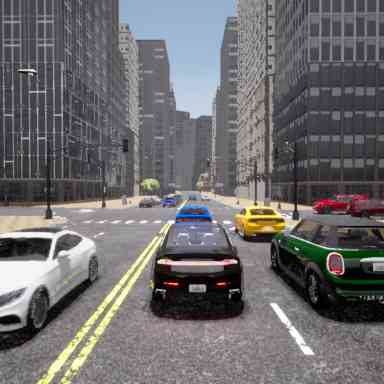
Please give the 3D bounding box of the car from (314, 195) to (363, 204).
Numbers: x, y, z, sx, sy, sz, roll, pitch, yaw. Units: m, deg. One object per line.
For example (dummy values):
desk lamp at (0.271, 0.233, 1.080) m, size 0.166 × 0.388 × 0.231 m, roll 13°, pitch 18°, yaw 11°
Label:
car at (15.737, 1.327, 35.175) m, size 5.566 × 2.045 × 2.150 m, roll 1°, pitch 1°, yaw 1°

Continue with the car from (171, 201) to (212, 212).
car at (0.119, 1.468, 17.809) m, size 1.882 × 1.535 × 5.008 m, roll 0°, pitch 0°, yaw 1°

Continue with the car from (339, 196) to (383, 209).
car at (16.226, 1.519, 29.392) m, size 5.009 × 1.841 × 2.192 m, roll 1°, pitch 0°, yaw 1°

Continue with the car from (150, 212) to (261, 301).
car at (0.105, 1.488, 8.304) m, size 2.128 × 1.511 × 4.902 m, roll 0°, pitch 0°, yaw 0°

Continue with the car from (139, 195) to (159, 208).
car at (-6.542, 1.513, 49.076) m, size 2.033 × 1.411 × 5.357 m, roll 0°, pitch 0°, yaw 0°

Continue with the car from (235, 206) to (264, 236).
car at (3.364, 1.469, 17.196) m, size 1.882 × 1.535 × 5.008 m, roll 0°, pitch 0°, yaw 0°

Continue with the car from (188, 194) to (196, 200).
car at (0.080, 1.267, 90.614) m, size 2.128 × 1.511 × 4.902 m, roll 0°, pitch 0°, yaw 0°

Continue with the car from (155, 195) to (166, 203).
car at (-6.449, 1.448, 67.984) m, size 1.837 × 1.490 × 4.892 m, roll 0°, pitch 0°, yaw 0°

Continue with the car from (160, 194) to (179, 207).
car at (-3.296, 1.491, 49.504) m, size 1.812 × 1.442 × 4.674 m, roll 0°, pitch 0°, yaw 0°

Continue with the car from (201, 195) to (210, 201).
car at (3.322, 1.513, 80.638) m, size 1.895 × 1.301 × 4.718 m, roll 0°, pitch 0°, yaw 0°

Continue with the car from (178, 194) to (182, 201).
car at (-3.274, 1.519, 58.249) m, size 1.994 × 1.385 × 4.181 m, roll 0°, pitch 0°, yaw 1°

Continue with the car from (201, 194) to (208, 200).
car at (3.330, 1.337, 90.640) m, size 1.895 × 1.301 × 4.718 m, roll 0°, pitch 0°, yaw 0°

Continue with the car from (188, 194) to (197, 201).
car at (0.072, 1.273, 80.581) m, size 2.097 × 1.767 × 4.553 m, roll 0°, pitch 0°, yaw 0°

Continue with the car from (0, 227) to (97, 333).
car at (-3.329, 1.522, 6.898) m, size 1.812 × 1.442 × 4.674 m, roll 0°, pitch 0°, yaw 0°

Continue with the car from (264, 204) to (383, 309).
car at (3.356, 1.348, 8.016) m, size 2.097 × 1.767 × 4.553 m, roll 0°, pitch 0°, yaw 0°

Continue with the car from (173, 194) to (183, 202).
car at (-3.183, 1.286, 77.128) m, size 2.097 × 1.767 × 4.553 m, roll 0°, pitch 0°, yaw 0°

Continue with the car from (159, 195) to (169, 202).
car at (-6.432, 1.482, 77.962) m, size 1.994 × 1.385 × 4.181 m, roll 0°, pitch 0°, yaw 0°
